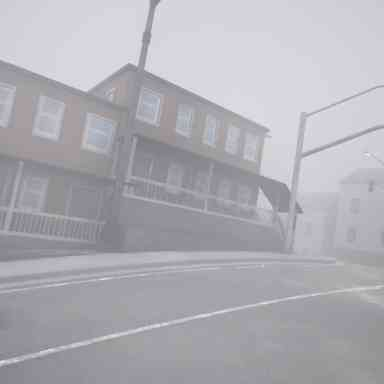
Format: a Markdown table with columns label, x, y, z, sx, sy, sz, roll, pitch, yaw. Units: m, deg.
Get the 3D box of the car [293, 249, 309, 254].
| label | x | y | z | sx | sy | sz | roll | pitch | yaw |
| --- | --- | --- | --- | --- | --- | --- | --- | --- | --- |
| car | 8.812 | 5.843 | 30.355 | 2.128 | 1.511 | 4.902 | 13 | -16 | -34 |
